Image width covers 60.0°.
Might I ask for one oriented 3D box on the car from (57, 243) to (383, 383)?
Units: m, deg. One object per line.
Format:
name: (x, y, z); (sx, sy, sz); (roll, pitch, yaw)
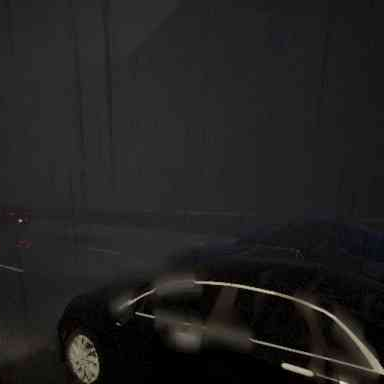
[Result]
car: (0.500, 1.507, 3.636); (4.892, 1.490, 1.837); (0, 0, 36)

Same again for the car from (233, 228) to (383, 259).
car: (1.767, 1.604, 7.032); (4.718, 1.301, 1.895); (0, 0, 35)

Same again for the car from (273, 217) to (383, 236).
car: (3.600, 1.480, 10.023); (5.008, 1.535, 1.882); (0, 0, 36)

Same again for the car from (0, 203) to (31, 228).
car: (-12.260, 1.456, 21.338); (4.892, 1.490, 1.837); (0, 0, 36)
